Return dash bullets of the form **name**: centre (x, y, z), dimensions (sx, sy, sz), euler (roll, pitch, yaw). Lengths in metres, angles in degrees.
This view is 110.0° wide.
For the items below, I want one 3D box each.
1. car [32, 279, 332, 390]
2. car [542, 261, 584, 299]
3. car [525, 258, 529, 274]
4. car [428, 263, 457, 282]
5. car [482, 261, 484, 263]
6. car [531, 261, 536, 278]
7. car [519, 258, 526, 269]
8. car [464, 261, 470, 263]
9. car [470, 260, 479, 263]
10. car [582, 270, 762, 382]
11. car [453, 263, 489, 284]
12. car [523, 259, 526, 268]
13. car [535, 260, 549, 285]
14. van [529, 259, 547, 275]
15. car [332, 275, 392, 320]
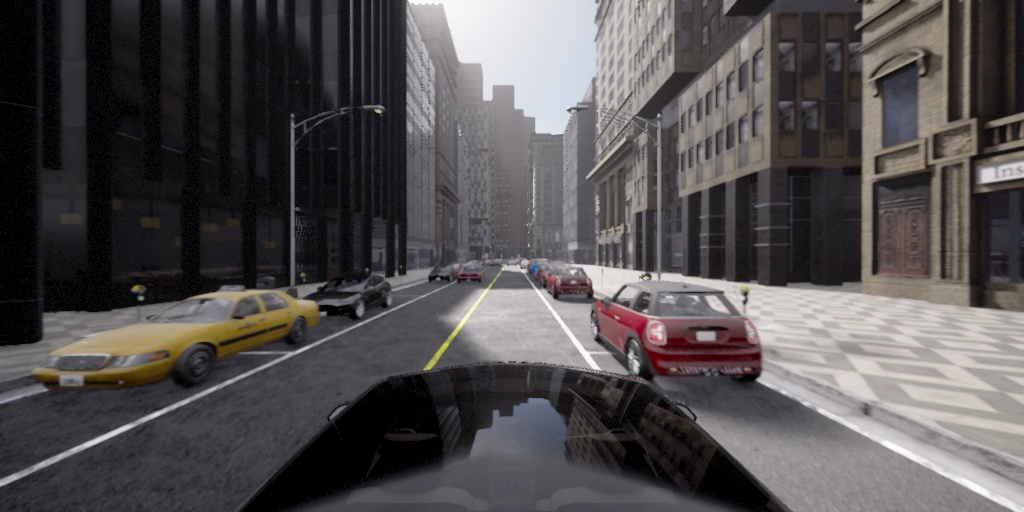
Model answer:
- **car**: centre (-5.668, 1.291, 7.025), dimensions (1.751, 1.417, 4.829), euler (0, 0, 0)
- **car**: centre (2.857, 1.241, 18.498), dimensions (1.967, 1.591, 4.097), euler (0, 0, 0)
- **car**: centre (2.856, 1.312, 41.092), dimensions (1.967, 1.591, 4.097), euler (0, 0, 0)
- **car**: centre (-5.669, 1.401, 29.790), dimensions (1.948, 1.339, 4.313), euler (0, 0, 0)
- **car**: centre (-5.669, 1.347, 52.385), dimensions (1.967, 1.591, 4.097), euler (0, 0, 0)
- **car**: centre (2.857, 1.381, 29.794), dimensions (1.888, 1.381, 4.507), euler (0, 0, 0)
- **car**: centre (2.350, 1.459, 60.266), dimensions (1.812, 1.442, 4.674), euler (0, 0, 0)
- **car**: centre (-5.669, 1.398, 35.438), dimensions (1.888, 1.381, 4.507), euler (0, 0, 0)
- **car**: centre (-5.669, 1.440, 46.736), dimensions (2.007, 1.370, 4.403), euler (0, 0, 0)
- **car**: centre (2.857, 1.206, 7.201), dimensions (1.967, 1.591, 4.097), euler (0, 0, 0)
- **car**: centre (-3.099, 1.431, 27.886), dimensions (1.895, 1.301, 4.718), euler (0, 0, 0)
- **car**: centre (2.856, 1.435, 46.740), dimensions (1.888, 1.381, 4.507), euler (0, 0, 0)
- **car**: centre (2.857, 1.258, 24.146), dimensions (1.967, 1.591, 4.097), euler (0, 0, 0)
- **van**: centre (2.856, 1.195, 35.443), dimensions (1.690, 1.789, 3.998), euler (0, 0, 0)
- **car**: centre (-5.669, 1.349, 12.844), dimensions (1.948, 1.339, 4.313), euler (0, 0, 0)
